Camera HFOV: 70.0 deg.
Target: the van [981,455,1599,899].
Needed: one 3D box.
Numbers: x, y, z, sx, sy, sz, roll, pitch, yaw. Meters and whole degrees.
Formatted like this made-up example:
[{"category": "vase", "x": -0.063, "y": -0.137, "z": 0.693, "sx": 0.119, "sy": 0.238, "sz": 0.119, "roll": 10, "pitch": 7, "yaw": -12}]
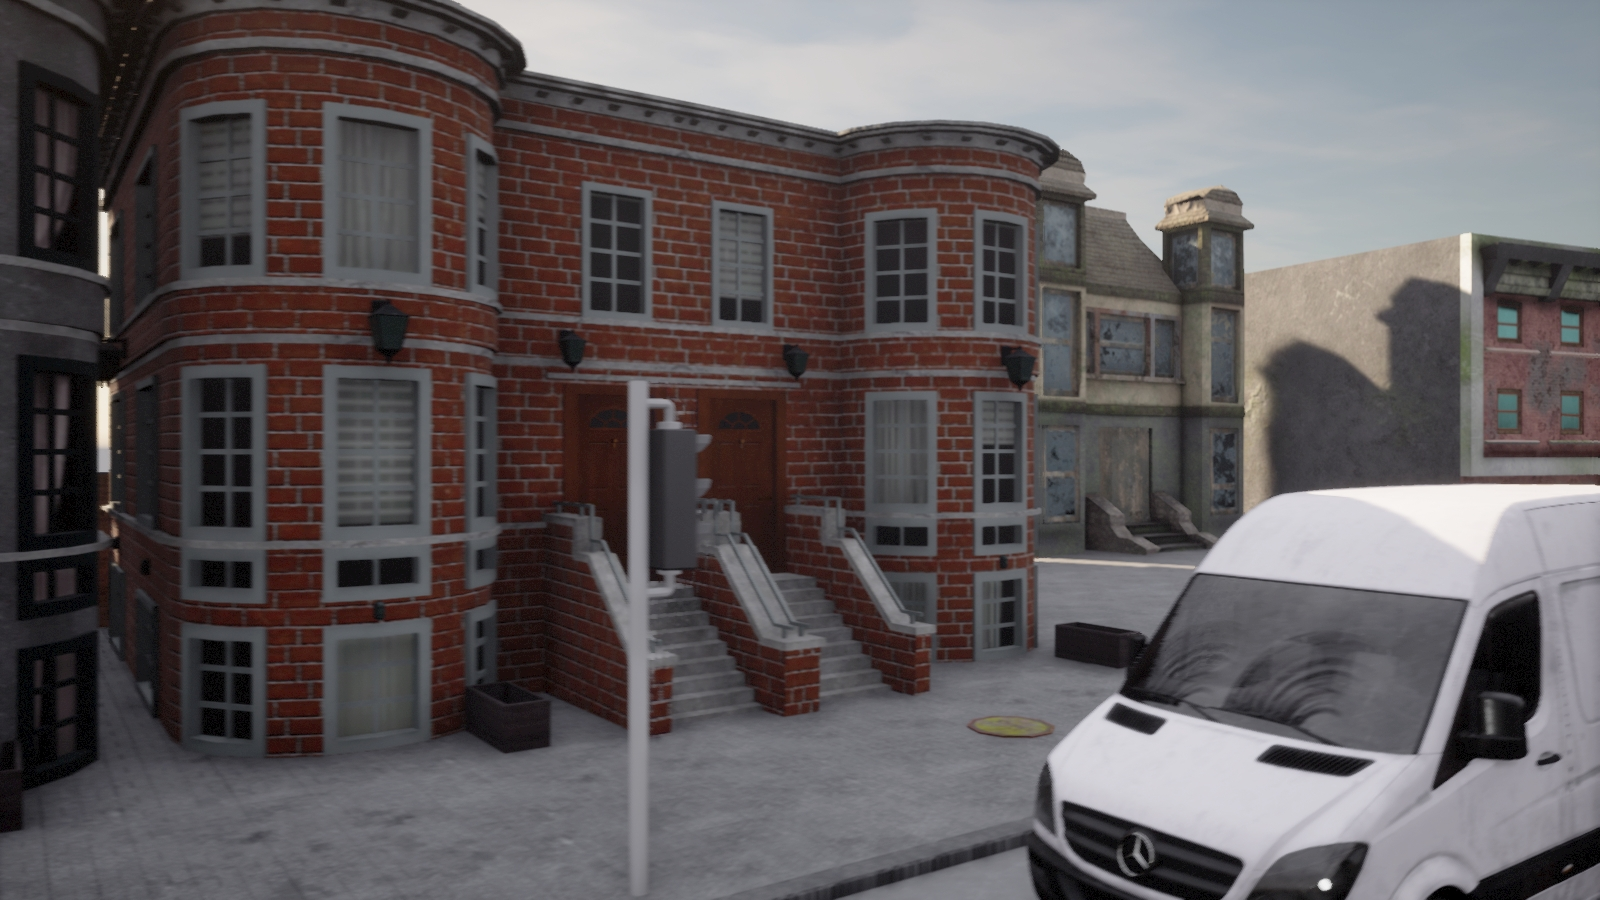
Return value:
[{"category": "van", "x": 3.996, "y": 1.316, "z": 7.206, "sx": 5.915, "sy": 2.561, "sz": 1.988, "roll": 0, "pitch": 0, "yaw": -35}]
